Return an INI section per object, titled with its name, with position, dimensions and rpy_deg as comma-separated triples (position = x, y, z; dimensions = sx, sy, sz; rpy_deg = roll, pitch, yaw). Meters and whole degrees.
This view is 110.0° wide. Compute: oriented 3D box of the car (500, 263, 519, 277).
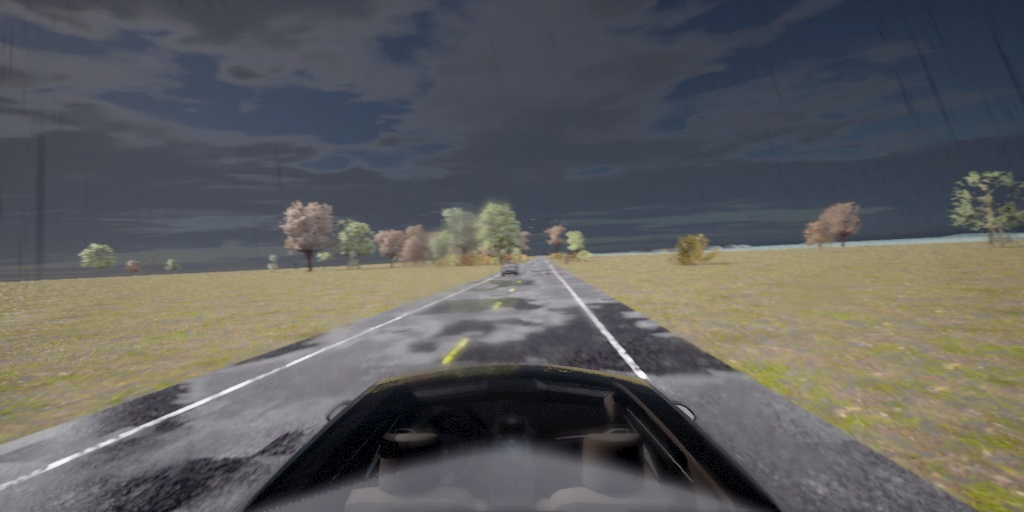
[car]
position = -0.197, 1.550, 41.182
dimensions = 1.837, 1.490, 4.892
rpy_deg = -4, 0, 5
